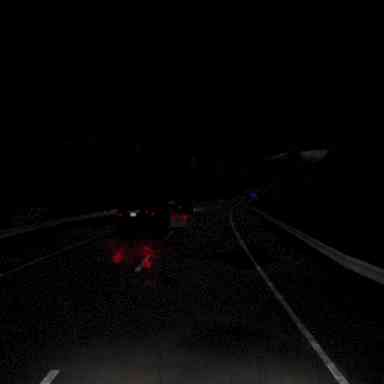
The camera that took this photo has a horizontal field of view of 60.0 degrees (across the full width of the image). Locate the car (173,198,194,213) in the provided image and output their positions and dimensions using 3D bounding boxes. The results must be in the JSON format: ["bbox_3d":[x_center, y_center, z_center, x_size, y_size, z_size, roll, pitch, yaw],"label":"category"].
[{"bbox_3d":[-0.891,1.426,36.302,2.128,1.511,4.902,0,0,7],"label":"car"}]

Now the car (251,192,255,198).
[{"bbox_3d":[14.490,1.236,88.343,2.128,1.511,4.902,0,0,19],"label":"car"}]

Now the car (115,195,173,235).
[{"bbox_3d":[-2.669,1.185,18.808,2.150,2.045,5.566,0,0,4],"label":"car"}]

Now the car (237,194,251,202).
[{"bbox_3d":[10.969,1.362,72.244,1.882,1.535,5.008,0,0,15],"label":"car"}]
